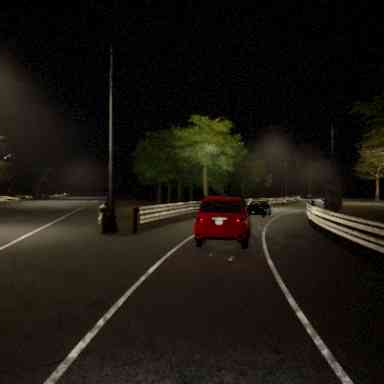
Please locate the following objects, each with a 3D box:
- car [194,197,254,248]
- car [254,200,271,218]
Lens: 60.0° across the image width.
[{"bbox_3d":[1.550,1.231,15.139,2.150,2.045,5.566,0,0,11],"label":"car"},{"bbox_3d":[6.103,1.515,30.597,2.128,1.511,4.902,0,0,22],"label":"car"}]
